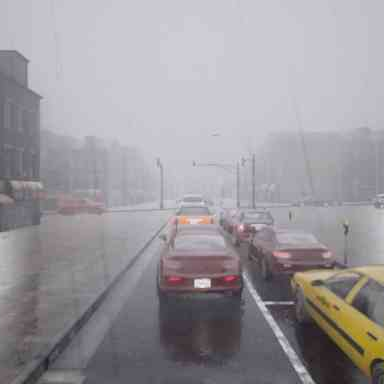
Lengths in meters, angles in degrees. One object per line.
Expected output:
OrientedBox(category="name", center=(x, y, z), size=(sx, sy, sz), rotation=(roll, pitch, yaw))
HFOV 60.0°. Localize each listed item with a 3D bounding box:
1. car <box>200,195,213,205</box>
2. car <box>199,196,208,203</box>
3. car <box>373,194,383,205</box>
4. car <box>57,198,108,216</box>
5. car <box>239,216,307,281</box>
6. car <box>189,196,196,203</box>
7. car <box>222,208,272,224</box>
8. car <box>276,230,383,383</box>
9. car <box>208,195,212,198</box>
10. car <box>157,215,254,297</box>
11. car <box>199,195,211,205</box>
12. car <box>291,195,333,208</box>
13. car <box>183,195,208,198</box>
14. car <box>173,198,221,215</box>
OrientedBox(category="car", center=(2.695, 1.551, 63.305), size=(2.192, 1.841, 5.009), rotation=(-1, 0, 0))
OrientedBox(category="car", center=(2.712, 1.780, 79.511), size=(1.967, 1.590, 4.097), rotation=(-1, 0, 0))
OrientedBox(category="car", center=(25.454, 0.603, 41.069), size=(5.566, 2.045, 2.150), rotation=(-1, 0, 0))
OrientedBox(category="car", center=(-12.545, 1.666, 38.092), size=(5.566, 2.045, 2.150), rotation=(-2, 0, 1))
OrientedBox(category="car", center=(2.643, 1.597, 9.626), size=(1.802, 1.307, 4.206), rotation=(0, 0, 0))
OrientedBox(category="car", center=(0.087, 1.855, 82.960), size=(1.837, 1.490, 4.892), rotation=(0, 0, 0))
OrientedBox(category="car", center=(2.648, 1.466, 15.092), size=(1.967, 1.590, 4.097), rotation=(0, 0, 0))
OrientedBox(category="car", center=(2.638, 1.531, 4.328), size=(1.752, 1.417, 4.829), rotation=(0, 0, 0))
OrientedBox(category="car", center=(2.690, 1.644, 57.902), size=(1.967, 1.590, 4.097), rotation=(-1, 0, 0))
OrientedBox(category="car", center=(0.119, 1.539, 8.494), size=(1.812, 1.442, 4.674), rotation=(0, 0, -2))
OrientedBox(category="car", center=(2.700, 1.584, 68.707), size=(2.192, 1.841, 5.009), rotation=(-1, 0, 0))
OrientedBox(category="car", center=(14.777, 1.162, 41.058), size=(4.892, 1.490, 1.837), rotation=(-2, 0, 0))
OrientedBox(category="car", center=(0.018, 1.294, 30.268), size=(2.150, 2.045, 5.566), rotation=(0, 0, -1))
OrientedBox(category="car", center=(0.105, 1.383, 16.791), size=(2.097, 1.767, 4.553), rotation=(0, 0, 0))
